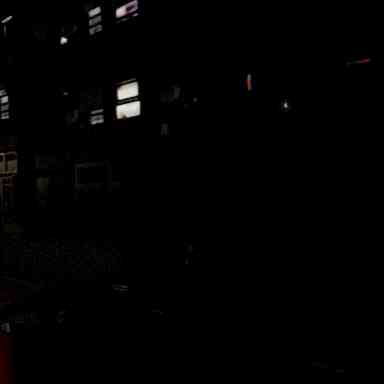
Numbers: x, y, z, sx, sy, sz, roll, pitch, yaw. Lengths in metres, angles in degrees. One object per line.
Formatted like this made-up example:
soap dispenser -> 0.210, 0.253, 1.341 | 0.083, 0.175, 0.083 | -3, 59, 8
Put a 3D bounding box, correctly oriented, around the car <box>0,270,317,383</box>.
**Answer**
car -> -1.089, 1.521, 3.466 | 4.507, 1.381, 1.887 | 0, -1, 34
